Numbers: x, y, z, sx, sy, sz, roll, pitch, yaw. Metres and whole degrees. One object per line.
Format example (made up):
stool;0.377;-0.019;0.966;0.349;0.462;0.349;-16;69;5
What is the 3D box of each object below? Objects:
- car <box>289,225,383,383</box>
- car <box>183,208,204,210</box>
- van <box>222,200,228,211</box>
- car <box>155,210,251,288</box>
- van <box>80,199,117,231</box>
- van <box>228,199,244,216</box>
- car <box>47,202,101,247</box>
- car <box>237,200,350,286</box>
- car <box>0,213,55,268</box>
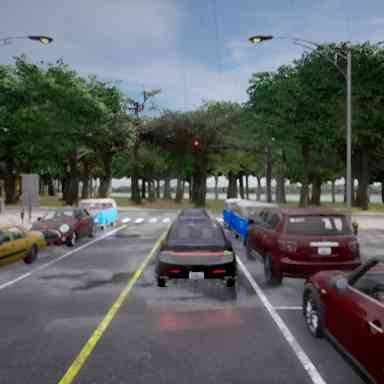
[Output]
car;2.767;1.438;3.906;1.967;1.590;4.097;0;0;0
car;0.085;1.555;18.298;1.994;1.385;4.181;0;0;1
van;2.792;1.332;20.219;1.690;1.788;3.998;0;0;0
car;0.102;1.487;9.219;2.128;1.511;4.902;0;0;0
van;-5.733;1.331;20.232;1.690;1.788;3.998;0;0;0
van;2.783;1.334;14.781;1.690;1.788;3.998;0;0;0
car;-5.742;1.432;14.794;1.967;1.590;4.097;0;0;0
car;2.775;1.310;9.344;2.192;1.841;5.009;0;0;0
car;-5.750;1.520;9.187;1.752;1.417;4.829;0;0;0
